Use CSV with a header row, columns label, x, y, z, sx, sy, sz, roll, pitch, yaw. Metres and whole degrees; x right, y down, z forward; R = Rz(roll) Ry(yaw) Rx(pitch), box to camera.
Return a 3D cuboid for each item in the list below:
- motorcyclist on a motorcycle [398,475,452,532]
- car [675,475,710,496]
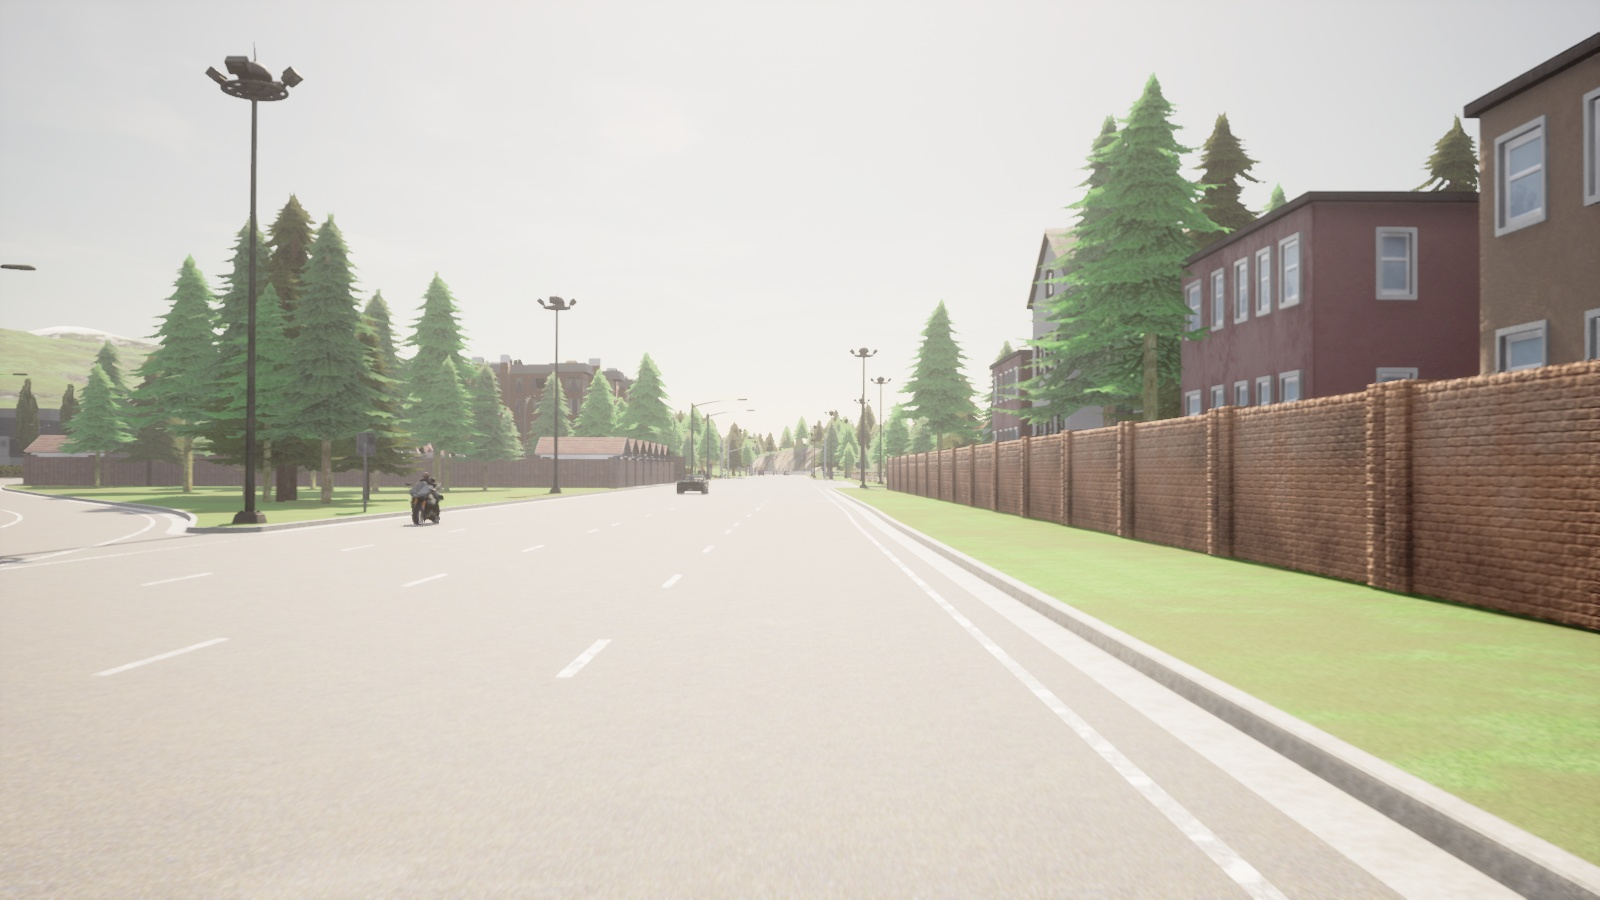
label,x,y,z,sx,sy,sz,roll,pitch,yaw
motorcyclist on a motorcycle,-10.591,1.489,35.531,0.866,1.530,2.191,0,-1,0
car,-7.057,2.331,82.651,1.895,1.301,4.718,0,-1,0
